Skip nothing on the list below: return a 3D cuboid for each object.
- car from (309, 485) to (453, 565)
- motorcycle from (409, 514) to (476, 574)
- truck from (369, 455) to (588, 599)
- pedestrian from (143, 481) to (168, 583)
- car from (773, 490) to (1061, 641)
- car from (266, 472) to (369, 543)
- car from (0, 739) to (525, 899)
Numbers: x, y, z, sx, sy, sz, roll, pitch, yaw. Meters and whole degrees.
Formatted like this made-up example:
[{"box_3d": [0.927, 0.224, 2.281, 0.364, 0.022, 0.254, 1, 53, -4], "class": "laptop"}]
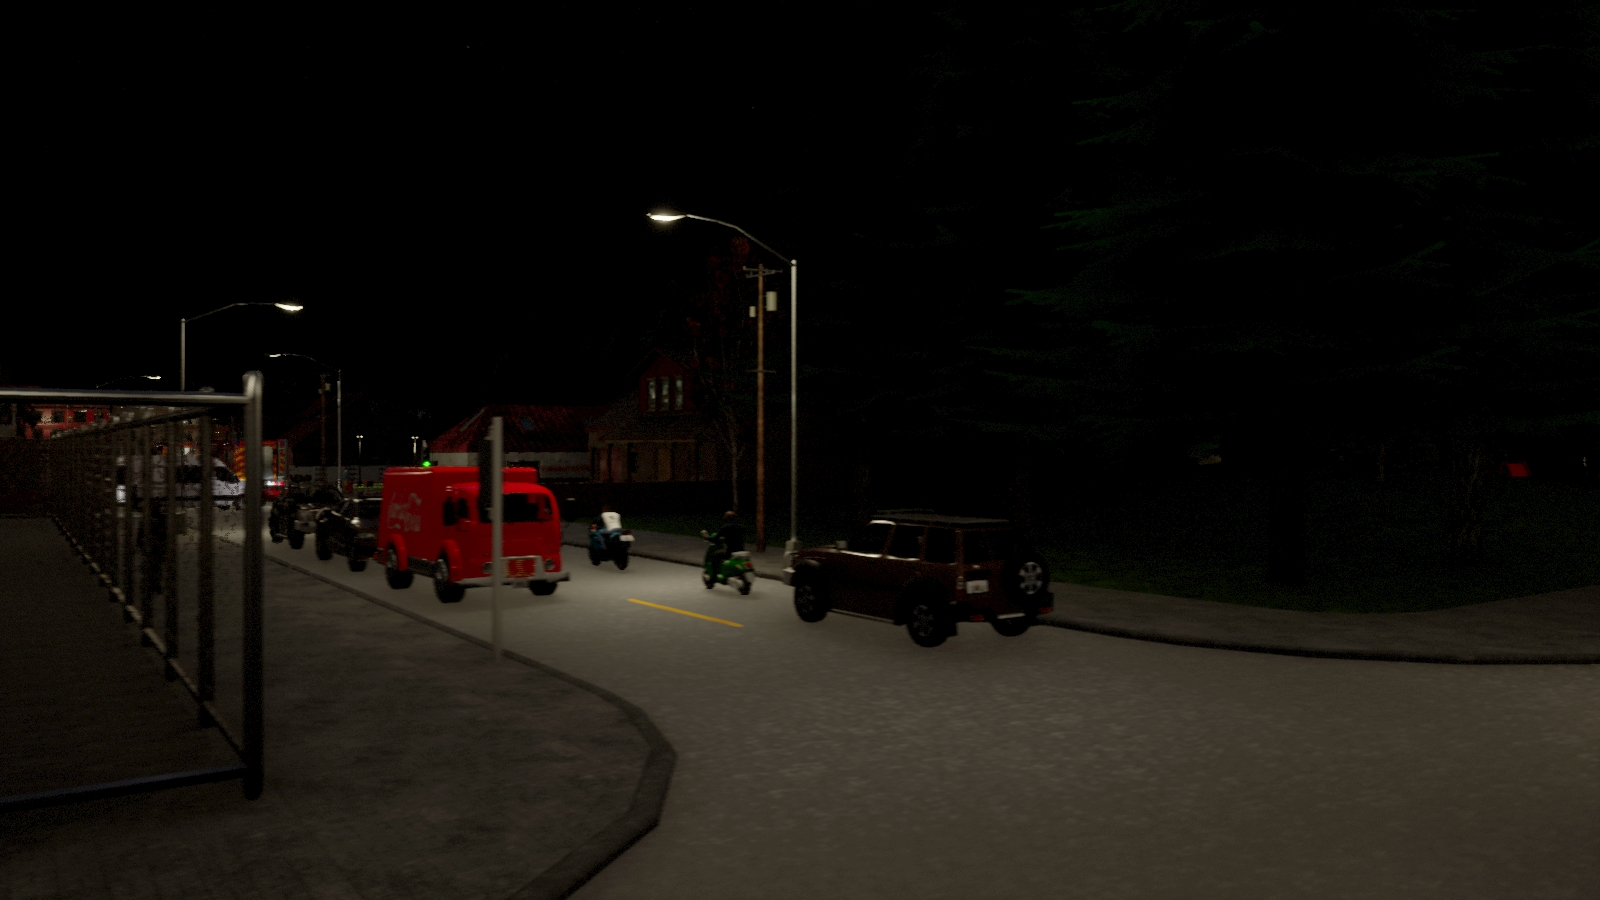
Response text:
[{"box_3d": [-10.508, 1.772, 28.401, 2.152, 1.651, 5.027, 0, 0, -35], "class": "car"}, {"box_3d": [-7.720, 1.992, 24.618, 0.803, 1.145, 2.033, 0, 0, -35], "class": "motorcycle"}, {"box_3d": [-6.514, 1.348, 22.674, 2.627, 2.467, 5.204, 0, 0, -35], "class": "truck"}, {"box_3d": [-12.032, 1.525, 21.318, 0.375, 1.860, 0.375, 0, 0, -35], "class": "pedestrian"}, {"box_3d": [1.658, 1.644, 17.846, 1.932, 1.855, 4.605, 0, 0, -35], "class": "car"}, {"box_3d": [-14.399, 1.644, 33.963, 1.932, 1.855, 4.605, 0, 0, -35], "class": "car"}, {"box_3d": [-3.110, 1.843, 2.040, 4.792, 1.488, 2.163, 0, 0, -37], "class": "car"}]
